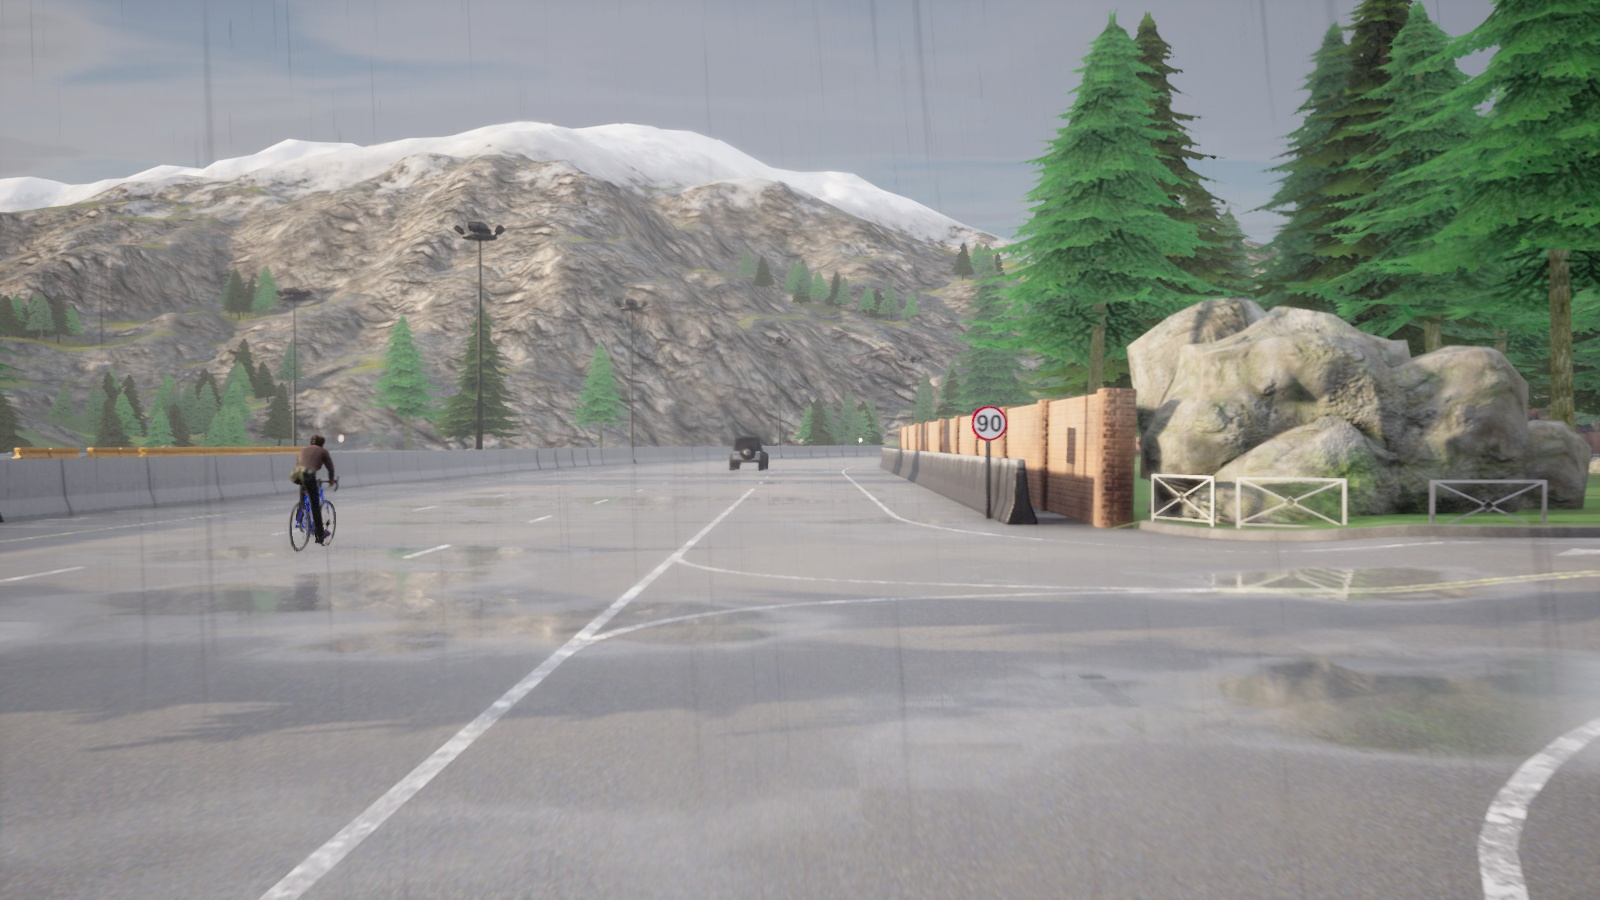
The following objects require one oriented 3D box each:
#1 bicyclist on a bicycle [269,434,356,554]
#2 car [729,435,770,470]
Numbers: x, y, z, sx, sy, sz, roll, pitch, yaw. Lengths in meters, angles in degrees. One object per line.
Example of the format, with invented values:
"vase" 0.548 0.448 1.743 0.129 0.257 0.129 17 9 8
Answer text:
"bicyclist on a bicycle" -6.883 0.593 17.801 0.582 1.620 1.656 0 0 0
"car" -2.766 0.148 69.547 1.905 1.878 3.866 0 0 4
